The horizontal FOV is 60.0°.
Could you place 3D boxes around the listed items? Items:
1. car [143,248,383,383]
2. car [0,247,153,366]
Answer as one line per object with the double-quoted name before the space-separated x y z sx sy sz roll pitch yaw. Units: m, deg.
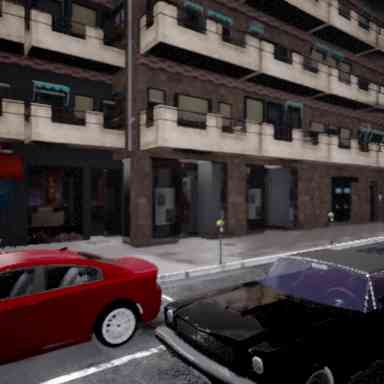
"car" 1.893 1.590 4.735 4.718 1.301 1.895 0 0 -36
"car" -2.580 1.548 4.709 4.507 1.381 1.887 0 0 -36
